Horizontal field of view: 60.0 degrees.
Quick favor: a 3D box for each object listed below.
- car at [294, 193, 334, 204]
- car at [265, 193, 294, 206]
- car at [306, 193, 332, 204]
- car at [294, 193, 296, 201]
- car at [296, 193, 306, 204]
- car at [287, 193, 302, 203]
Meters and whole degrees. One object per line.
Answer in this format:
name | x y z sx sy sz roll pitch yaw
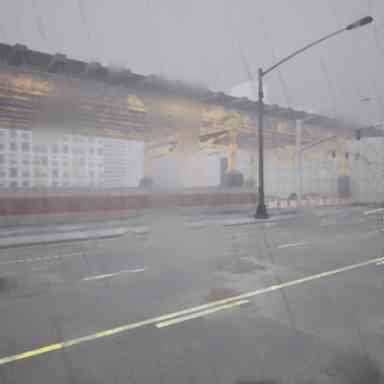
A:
car | 17.493 0.889 47.637 4.974 1.542 2.038 -1 0 -7
car | 9.785 0.867 41.198 4.536 1.218 1.853 -1 0 8
car | 17.439 0.732 47.629 4.536 1.218 1.853 -1 0 -7
car | 9.838 1.024 41.192 4.974 1.542 2.038 -1 0 8
car | 13.583 0.961 43.877 2.038 1.542 4.974 0 0 18
car | 13.597 0.803 43.925 1.853 1.218 4.536 0 0 18
